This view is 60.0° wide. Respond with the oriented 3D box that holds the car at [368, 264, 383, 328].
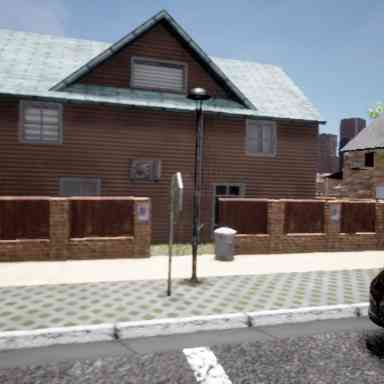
[{"bbox_3d":[5.241,1.203,4.459,5.566,2.045,2.150,1,2,-15],"label":"car"}]
